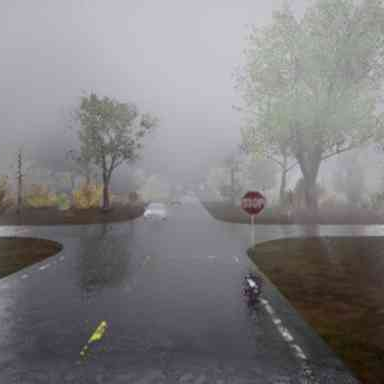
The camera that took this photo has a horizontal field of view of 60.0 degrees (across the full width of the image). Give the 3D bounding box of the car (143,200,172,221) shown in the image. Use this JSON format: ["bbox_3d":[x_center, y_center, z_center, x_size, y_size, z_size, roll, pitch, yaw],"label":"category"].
[{"bbox_3d":[-2.996,1.684,28.345,1.812,1.442,4.674,0,1,0],"label":"car"}]

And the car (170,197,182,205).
[{"bbox_3d":[-3.014,1.698,62.748,1.837,1.490,4.892,0,0,0],"label":"car"}]
